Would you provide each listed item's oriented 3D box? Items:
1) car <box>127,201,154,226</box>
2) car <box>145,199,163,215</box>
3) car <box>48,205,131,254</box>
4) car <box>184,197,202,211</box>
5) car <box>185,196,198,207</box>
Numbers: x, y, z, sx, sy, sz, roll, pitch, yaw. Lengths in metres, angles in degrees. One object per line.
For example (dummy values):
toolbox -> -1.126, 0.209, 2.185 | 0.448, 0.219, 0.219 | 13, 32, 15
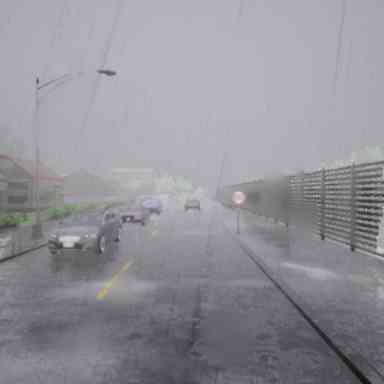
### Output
car -> -4.098, 1.560, 23.435 | 1.994, 1.385, 4.181 | 0, 0, 0
car -> -4.074, 1.471, 33.888 | 1.882, 1.535, 5.008 | 0, 0, 0
car -> -4.101, 1.489, 13.497 | 2.128, 1.511, 4.902 | 0, 0, 0
car -> 0.093, 1.484, 40.336 | 2.128, 1.511, 4.902 | 0, 0, 0
car -> -0.010, 1.468, 50.655 | 1.882, 1.535, 5.008 | 0, 0, 0
